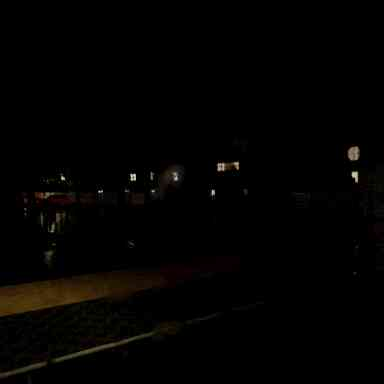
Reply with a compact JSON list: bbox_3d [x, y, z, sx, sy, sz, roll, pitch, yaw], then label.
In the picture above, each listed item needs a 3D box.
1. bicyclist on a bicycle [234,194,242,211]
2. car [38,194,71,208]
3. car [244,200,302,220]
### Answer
[{"bbox_3d":[4.593,1.051,33.401,0.582,1.620,1.656,0,3,38],"label":"bicyclist on a bicycle"},{"bbox_3d":[-18.421,1.157,44.410,4.553,1.767,2.097,0,2,27],"label":"car"},{"bbox_3d":[6.670,1.409,27.731,4.902,1.511,2.128,0,3,41],"label":"car"}]
